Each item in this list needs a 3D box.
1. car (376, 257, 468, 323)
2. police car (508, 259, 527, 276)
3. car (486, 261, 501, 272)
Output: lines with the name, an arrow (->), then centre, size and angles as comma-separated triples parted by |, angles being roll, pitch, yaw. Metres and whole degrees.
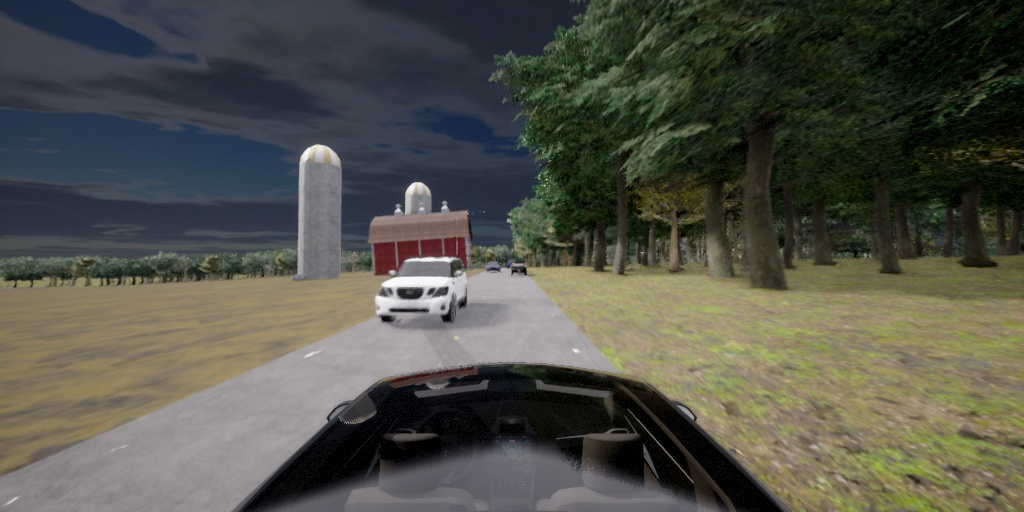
car -> -2.852, 1.034, 12.683 | 2.150, 2.045, 5.566 | 0, 0, 0
police car -> 0.812, 1.499, 43.697 | 1.930, 1.638, 5.238 | 0, -1, 0
car -> -2.799, 1.571, 54.541 | 2.097, 1.767, 4.553 | 0, -1, 0
